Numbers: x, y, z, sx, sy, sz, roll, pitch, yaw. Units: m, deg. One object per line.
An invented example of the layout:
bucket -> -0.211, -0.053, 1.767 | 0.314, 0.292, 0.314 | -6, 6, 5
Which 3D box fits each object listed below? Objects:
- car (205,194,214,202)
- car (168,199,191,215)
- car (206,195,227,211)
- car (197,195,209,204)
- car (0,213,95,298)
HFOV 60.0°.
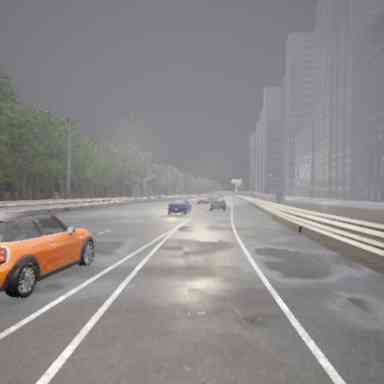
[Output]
car -> 4.376, 1.496, 81.906 | 2.097, 1.767, 4.553 | 1, 0, 7
car -> -1.223, 1.500, 34.233 | 1.882, 1.535, 5.008 | 1, 0, 7
car -> 3.422, 1.564, 43.036 | 2.128, 1.511, 4.902 | 0, 0, 7
car -> 2.134, 1.682, 62.590 | 1.895, 1.301, 4.718 | 1, 0, 7
car -> -4.280, 1.322, 8.688 | 2.097, 1.767, 4.553 | 0, 0, 7
